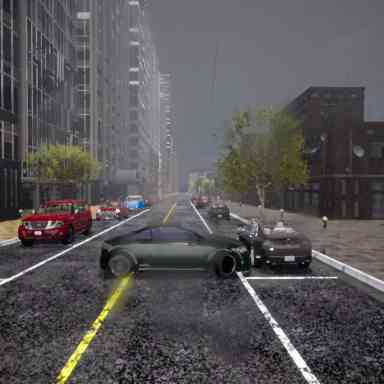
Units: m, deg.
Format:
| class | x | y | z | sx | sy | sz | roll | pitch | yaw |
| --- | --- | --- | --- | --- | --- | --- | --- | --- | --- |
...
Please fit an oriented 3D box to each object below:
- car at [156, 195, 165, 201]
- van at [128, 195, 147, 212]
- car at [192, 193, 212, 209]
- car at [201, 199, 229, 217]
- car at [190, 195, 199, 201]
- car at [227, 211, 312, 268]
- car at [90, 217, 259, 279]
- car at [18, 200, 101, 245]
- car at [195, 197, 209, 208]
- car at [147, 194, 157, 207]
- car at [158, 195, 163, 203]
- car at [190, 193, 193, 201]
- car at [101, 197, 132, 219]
| class | x | y | z | sx | sy | sz | roll | pitch | yaw |
| --- | --- | --- | --- | --- | --- | --- | --- | --- | --- |
| car | -7.766 | 1.496 | 82.656 | 1.752 | 1.417 | 4.829 | -1 | 0 | -1 |
| van | -6.651 | 1.329 | 38.562 | 1.690 | 1.788 | 3.998 | -1 | 0 | -1 |
| car | 1.586 | 1.301 | 44.298 | 2.192 | 1.841 | 5.009 | -1 | 0 | -1 |
| car | 2.041 | 1.543 | 26.964 | 2.008 | 1.369 | 4.403 | -1 | 0 | -1 |
| car | 0.608 | 1.537 | 83.027 | 1.947 | 1.339 | 4.313 | -1 | 0 | -1 |
| car | 2.561 | 1.548 | 11.105 | 2.008 | 1.369 | 4.403 | -1 | 0 | -1 |
| car | -0.457 | 1.557 | 9.504 | 4.181 | 1.385 | 1.994 | 0 | 0 | -1 |
| car | -6.173 | 1.310 | 15.700 | 2.192 | 1.841 | 5.009 | -1 | 0 | -1 |
| car | 1.445 | 1.509 | 50.000 | 1.752 | 1.417 | 4.829 | -1 | 0 | -1 |
| car | -6.931 | 1.298 | 49.628 | 2.192 | 1.841 | 5.009 | -1 | 0 | -1 |
| car | -7.349 | 1.522 | 66.227 | 1.887 | 1.381 | 4.507 | -1 | 0 | -1 |
| car | 0.885 | 1.290 | 71.962 | 2.192 | 1.841 | 5.009 | -1 | 0 | -1 |
| car | -6.362 | 1.432 | 26.768 | 1.967 | 1.590 | 4.097 | -1 | 0 | -1 |
